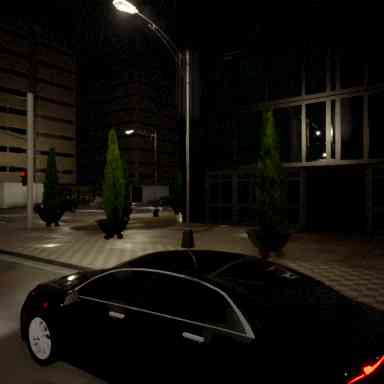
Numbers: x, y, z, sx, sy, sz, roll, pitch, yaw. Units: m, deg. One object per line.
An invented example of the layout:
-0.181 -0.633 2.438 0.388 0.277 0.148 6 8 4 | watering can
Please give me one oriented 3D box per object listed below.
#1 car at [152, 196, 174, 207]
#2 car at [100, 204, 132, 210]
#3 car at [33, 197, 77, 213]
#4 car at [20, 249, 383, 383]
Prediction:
-4.153 1.407 51.992 2.097 1.767 4.553 0 0 35 | car
-9.924 1.581 43.819 1.812 1.442 4.674 0 0 35 | car
-15.049 1.407 36.571 2.097 1.767 4.553 0 0 35 | car
-0.249 1.505 4.169 4.892 1.490 1.837 0 0 36 | car
